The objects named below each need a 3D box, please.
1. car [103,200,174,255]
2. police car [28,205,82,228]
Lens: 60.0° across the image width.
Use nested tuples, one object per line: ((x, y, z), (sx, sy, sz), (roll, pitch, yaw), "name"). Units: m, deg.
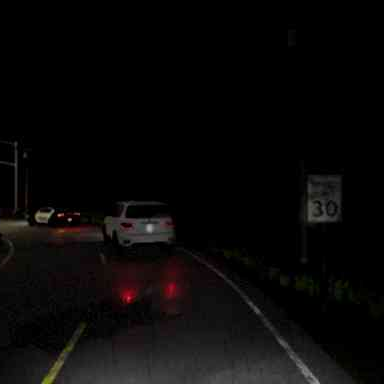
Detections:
((-2.451, 1.365, 14.276), (2.150, 2.045, 5.566), (0, -1, -21), "car")
((-10.332, 1.773, 24.644), (4.974, 1.542, 2.038), (-1, -1, 40), "police car")
